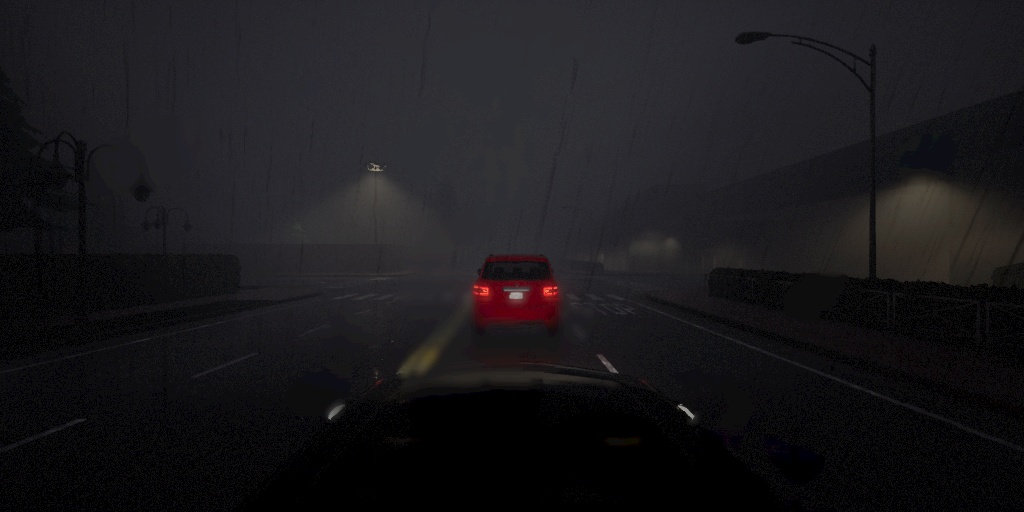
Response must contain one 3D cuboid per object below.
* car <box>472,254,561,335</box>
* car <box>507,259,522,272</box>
[{"bbox_3d":[0.118,0.971,10.640,2.150,2.045,5.566,0,0,0],"label":"car"},{"bbox_3d":[0.348,1.228,46.352,1.882,1.535,5.008,0,0,1],"label":"car"}]
